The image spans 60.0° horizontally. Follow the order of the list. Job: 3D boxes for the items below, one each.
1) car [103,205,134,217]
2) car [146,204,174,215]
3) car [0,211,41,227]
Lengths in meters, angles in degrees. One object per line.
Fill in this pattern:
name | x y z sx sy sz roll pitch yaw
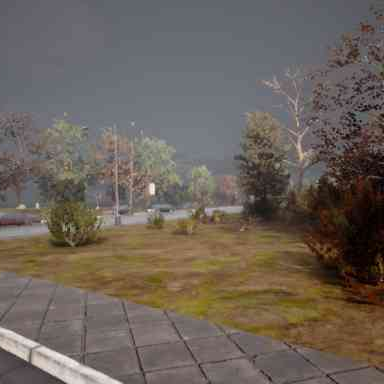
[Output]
car | -9.846 2.552 44.454 2.128 1.511 4.902 -3 -2 32
car | -4.449 2.422 46.458 2.128 1.511 4.902 -3 -2 32
car | -15.830 2.396 28.610 2.033 1.411 5.357 -3 -2 33
